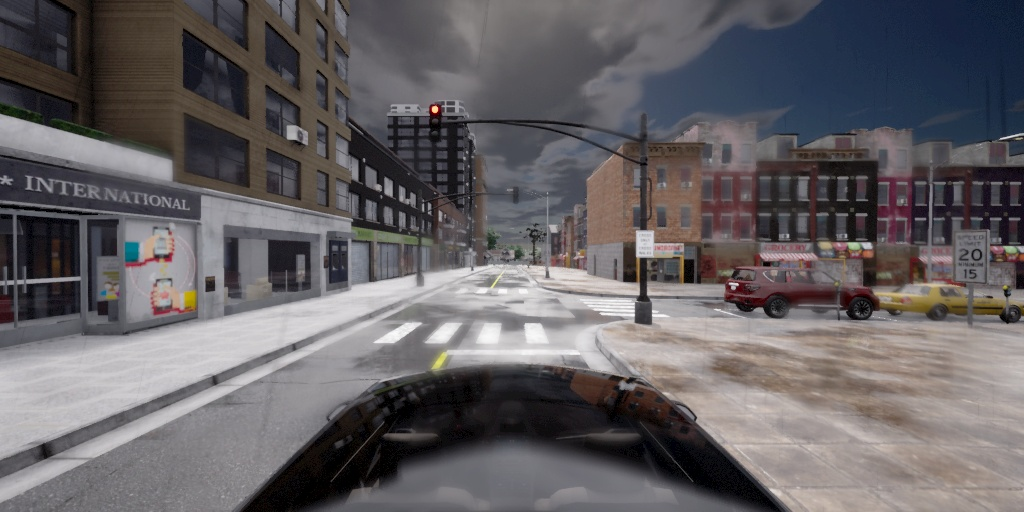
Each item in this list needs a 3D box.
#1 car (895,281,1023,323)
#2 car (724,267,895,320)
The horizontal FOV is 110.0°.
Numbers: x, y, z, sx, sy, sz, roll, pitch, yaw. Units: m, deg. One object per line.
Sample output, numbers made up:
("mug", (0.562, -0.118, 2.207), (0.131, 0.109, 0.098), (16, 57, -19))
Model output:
("car", (16.546, 1.659, 13.649), (4.829, 1.417, 1.751), (0, 0, 0))
("car", (10.831, 1.346, 13.677), (5.009, 1.841, 2.192), (0, 0, 0))
